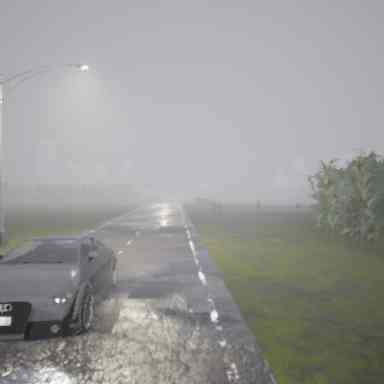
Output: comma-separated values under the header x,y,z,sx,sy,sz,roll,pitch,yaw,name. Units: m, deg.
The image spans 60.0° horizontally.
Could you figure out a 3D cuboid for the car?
x,y,z,sx,sy,sz,roll,pitch,yaw,name
-2.713,1.573,6.522,1.994,1.385,4.181,0,0,-3,car
